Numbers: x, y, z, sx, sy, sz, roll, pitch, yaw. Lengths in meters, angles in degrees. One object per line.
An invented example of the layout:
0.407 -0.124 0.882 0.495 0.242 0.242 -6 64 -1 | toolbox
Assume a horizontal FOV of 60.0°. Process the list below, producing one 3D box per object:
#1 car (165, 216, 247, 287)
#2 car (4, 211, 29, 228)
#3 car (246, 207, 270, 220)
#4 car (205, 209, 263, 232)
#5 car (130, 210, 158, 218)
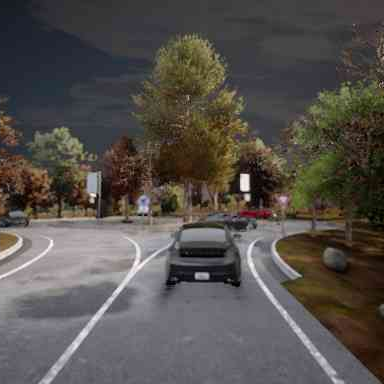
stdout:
0.385 1.646 9.689 1.837 1.490 4.892 0 -1 4 | car
-17.329 2.693 32.931 1.837 1.490 4.892 0 -2 -27 | car
9.586 3.347 52.119 2.150 2.045 5.566 3 -4 -39 | car
2.768 2.357 26.010 4.892 1.490 1.837 1 -1 -22 | car
-8.239 3.806 57.028 4.718 1.301 1.895 1 -3 -14 | car
